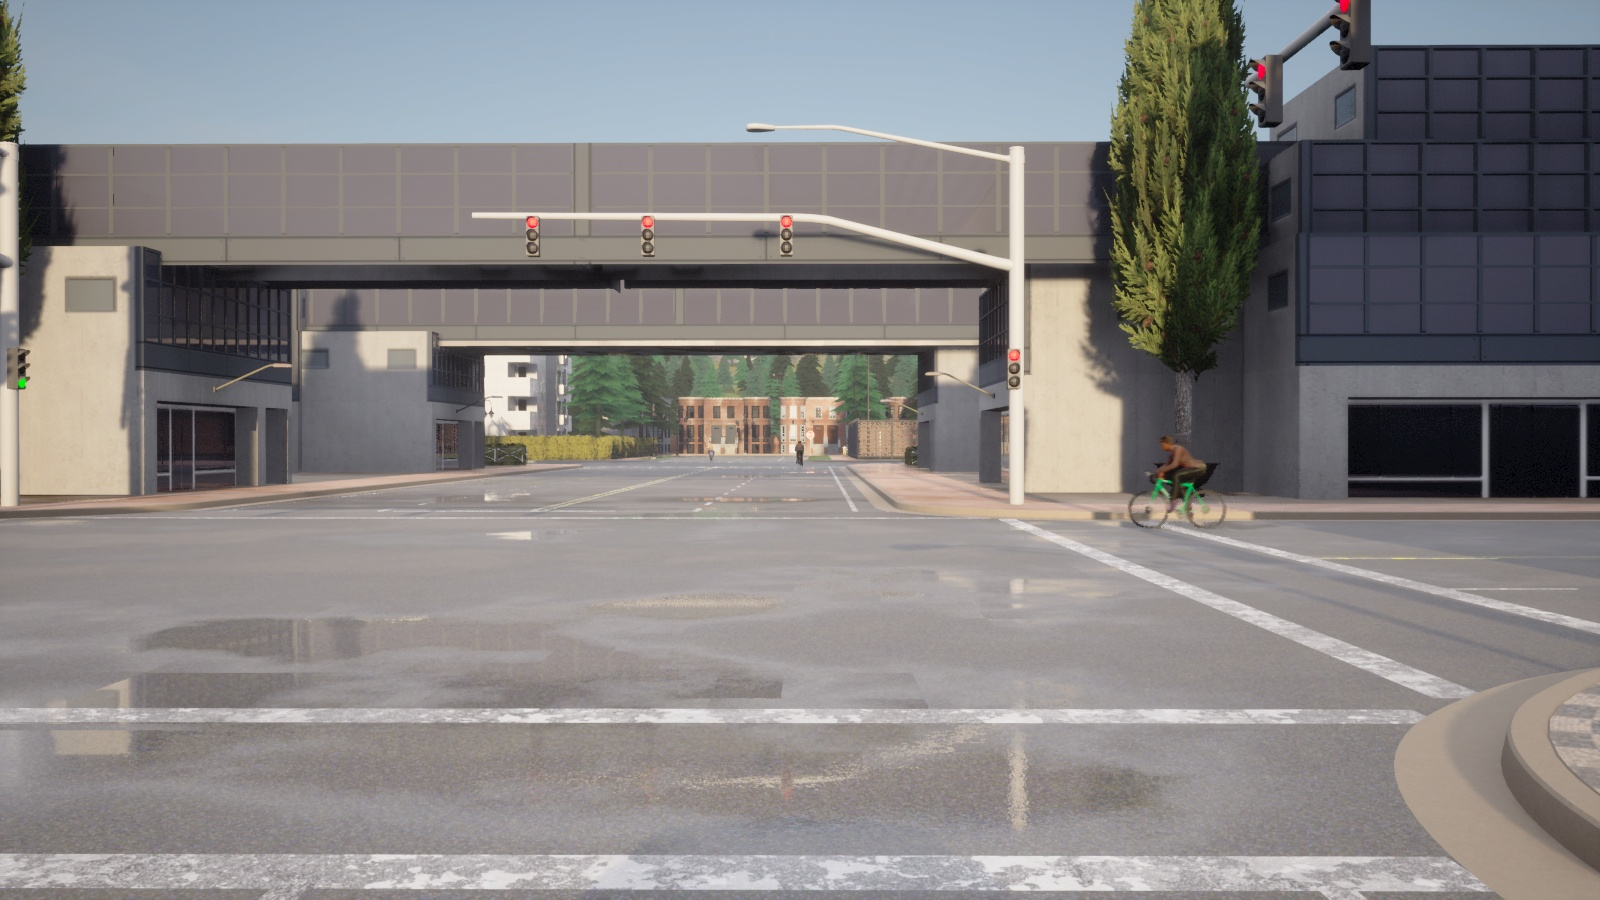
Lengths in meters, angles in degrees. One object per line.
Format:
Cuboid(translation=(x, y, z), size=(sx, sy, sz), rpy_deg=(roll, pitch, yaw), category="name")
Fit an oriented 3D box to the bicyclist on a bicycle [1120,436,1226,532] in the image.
Cuboid(translation=(6.414, 0.582, 21.636), size=(1.656, 1.620, 0.582), rpy_deg=(0, -1, 6), category="bicyclist on a bicycle")
